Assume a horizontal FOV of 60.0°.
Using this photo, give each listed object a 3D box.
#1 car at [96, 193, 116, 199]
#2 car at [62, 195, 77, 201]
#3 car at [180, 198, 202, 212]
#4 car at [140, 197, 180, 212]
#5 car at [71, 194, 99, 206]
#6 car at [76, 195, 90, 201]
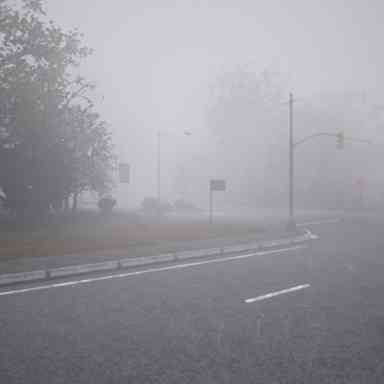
[{"bbox_3d":[-14.738,1.177,56.207,2.150,2.045,5.566,0,0,-38],"label":"car"},{"bbox_3d":[-29.577,1.436,80.415,1.882,1.535,5.008,0,0,-39],"label":"car"},{"bbox_3d":[-0.817,1.457,38.612,2.128,1.511,4.902,0,0,-39],"label":"car"},{"bbox_3d":[-3.824,1.324,36.769,2.097,1.767,4.553,0,0,-39],"label":"car"},{"bbox_3d":[-17.535,1.521,54.102,2.033,1.411,5.357,0,0,-39],"label":"car"},{"bbox_3d":[-27.098,1.480,82.920,1.812,1.442,4.674,0,0,-39],"label":"car"}]
